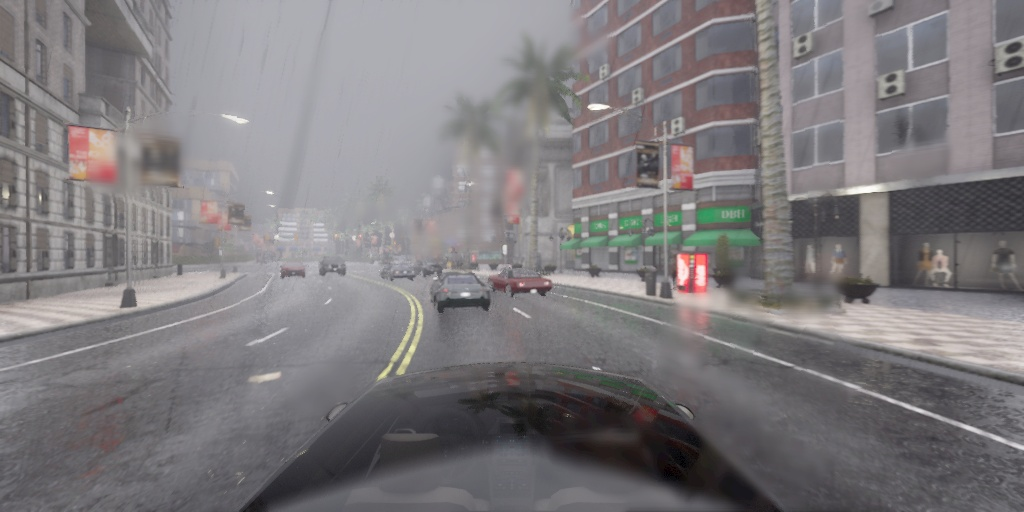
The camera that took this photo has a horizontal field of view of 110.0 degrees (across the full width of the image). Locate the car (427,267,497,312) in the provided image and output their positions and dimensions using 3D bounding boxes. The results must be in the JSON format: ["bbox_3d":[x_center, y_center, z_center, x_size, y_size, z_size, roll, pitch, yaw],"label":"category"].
[{"bbox_3d":[-2.170,1.297,14.340,1.994,1.385,4.181,0,0,-16],"label":"car"}]

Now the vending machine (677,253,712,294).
[{"bbox_3d":[8.560,0.852,17.019,1.100,2.100,0.880,0,0,-16],"label":"vending machine"}]

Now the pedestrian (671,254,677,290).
[{"bbox_3d":[8.227,0.798,17.933,0.375,1.860,0.375,0,0,-17],"label":"pedestrian"}]

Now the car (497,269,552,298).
[{"bbox_3d":[0.224,1.308,18.363,1.895,1.301,4.718,0,0,-20],"label":"car"}]

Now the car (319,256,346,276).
[{"bbox_3d":[-18.922,1.012,37.751,2.150,2.045,5.566,0,0,-32],"label":"car"}]

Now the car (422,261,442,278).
[{"bbox_3d":[-7.958,1.228,33.576,1.837,1.490,4.892,0,0,-31],"label":"car"}]

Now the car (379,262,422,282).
[{"bbox_3d":[-9.466,1.291,29.457,2.033,1.411,5.357,0,0,-32],"label":"car"}]

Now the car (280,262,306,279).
[{"bbox_3d":[-20.536,1.283,33.696,1.882,1.535,5.008,0,0,-32],"label":"car"}]
